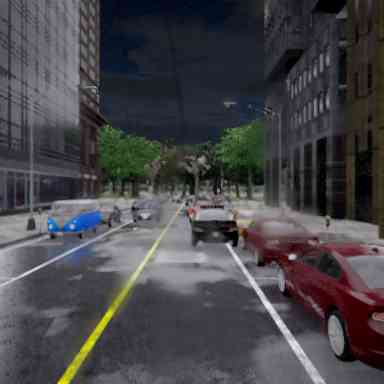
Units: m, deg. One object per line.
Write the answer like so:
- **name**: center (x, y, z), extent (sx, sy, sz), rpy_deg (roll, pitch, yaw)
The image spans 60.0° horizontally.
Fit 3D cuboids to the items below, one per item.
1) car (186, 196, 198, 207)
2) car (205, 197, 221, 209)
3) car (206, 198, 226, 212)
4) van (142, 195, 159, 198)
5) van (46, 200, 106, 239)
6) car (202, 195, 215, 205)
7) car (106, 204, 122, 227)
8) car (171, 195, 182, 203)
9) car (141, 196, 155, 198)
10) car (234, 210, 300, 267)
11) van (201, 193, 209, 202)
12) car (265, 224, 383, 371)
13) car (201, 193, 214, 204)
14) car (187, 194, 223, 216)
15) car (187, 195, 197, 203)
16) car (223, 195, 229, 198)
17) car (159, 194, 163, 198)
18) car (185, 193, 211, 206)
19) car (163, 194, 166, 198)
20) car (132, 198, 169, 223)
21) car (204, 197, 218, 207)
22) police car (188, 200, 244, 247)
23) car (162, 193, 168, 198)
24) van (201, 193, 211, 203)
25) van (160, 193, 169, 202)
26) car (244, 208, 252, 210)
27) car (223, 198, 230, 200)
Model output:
- **car**: center (-0.028, 1.366, 51.302), extent (1.837, 1.490, 4.892), rpy_deg (0, 1, 0)
- **car**: center (2.736, 1.403, 43.975), extent (1.752, 1.417, 4.829), rpy_deg (0, 0, 0)
- **car**: center (2.739, 1.443, 38.368), extent (2.008, 1.369, 4.403), rpy_deg (0, 0, 0)
- **van**: center (-5.789, 1.219, 43.800), extent (1.690, 1.788, 3.998), rpy_deg (0, 0, 0)
- **van**: center (-5.773, 1.292, 16.612), extent (1.690, 1.788, 3.998), rpy_deg (0, 0, 0)
- **car**: center (2.730, 1.292, 54.680), extent (1.967, 1.590, 4.097), rpy_deg (0, 0, 0)
- **car**: center (-5.776, 1.486, 22.050), extent (2.008, 1.369, 4.403), rpy_deg (0, 0, 0)
- **car**: center (-3.044, 1.378, 65.304), extent (1.812, 1.442, 4.674), rpy_deg (0, 1, 0)
- **car**: center (-5.786, 1.457, 38.363), extent (1.947, 1.339, 4.313), rpy_deg (0, 0, 0)
- **car**: center (2.755, 1.512, 11.180), extent (1.887, 1.381, 4.507), rpy_deg (0, 0, 0)
- **van**: center (2.720, 1.155, 70.993), extent (1.690, 1.788, 3.998), rpy_deg (0, 0, 0)
- **car**: center (2.758, 1.528, 5.743), extent (1.887, 1.381, 4.507), rpy_deg (0, 0, 0)
- **car**: center (2.726, 1.154, 60.118), extent (2.192, 1.841, 5.009), rpy_deg (0, 0, 0)
- **car**: center (0.885, 1.280, 24.853), extent (2.097, 1.767, 4.553), rpy_deg (0, 0, 0)
- **car**: center (-0.038, 1.323, 66.106), extent (1.837, 1.490, 4.892), rpy_deg (0, 0, 0)
- **car**: center (2.742, 1.222, 32.930), extent (2.192, 1.841, 5.009), rpy_deg (0, 0, 0)
- **car**: center (-5.792, 1.390, 49.068), extent (1.752, 1.417, 4.829), rpy_deg (0, 0, 0)
- **car**: center (0.698, 1.264, 30.881), extent (2.097, 1.767, 4.553), rpy_deg (0, 0, 2)
- **car**: center (-5.795, 1.417, 54.676), extent (1.947, 1.339, 4.313), rpy_deg (0, 0, 0)
- **car**: center (-3.113, 1.420, 24.528), extent (2.128, 1.511, 4.902), rpy_deg (0, 0, 0)
- **car**: center (2.733, 1.410, 49.243), extent (1.887, 1.381, 4.507), rpy_deg (0, 0, 0)
- **police car**: center (0.891, 1.382, 14.993), extent (1.930, 1.638, 5.238), rpy_deg (0, 0, 0)
- **car**: center (-5.799, 1.364, 59.943), extent (1.752, 1.417, 4.829), rpy_deg (0, 0, 0)
- **van**: center (2.723, 1.168, 65.555), extent (1.690, 1.788, 3.998), rpy_deg (0, 0, 0)
- **van**: center (-5.805, 1.154, 70.988), extent (1.690, 1.788, 3.998), rpy_deg (0, 0, 0)
- **car**: center (2.752, 1.477, 16.787), extent (1.752, 1.417, 4.829), rpy_deg (0, 0, 0)
- **car**: center (2.746, 1.446, 27.662), extent (1.752, 1.417, 4.829), rpy_deg (0, 0, 0)
